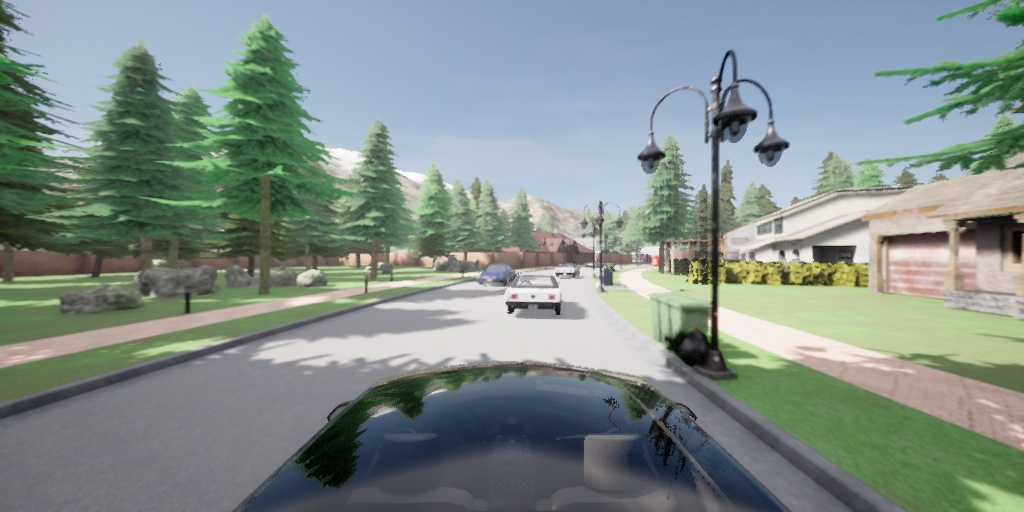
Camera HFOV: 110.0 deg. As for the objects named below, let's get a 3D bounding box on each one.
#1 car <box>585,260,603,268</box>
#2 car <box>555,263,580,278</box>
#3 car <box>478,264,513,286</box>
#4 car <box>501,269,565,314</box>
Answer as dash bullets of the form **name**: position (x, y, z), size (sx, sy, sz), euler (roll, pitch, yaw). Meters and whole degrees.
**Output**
- **car**: position (14.295, 1.401, 62.482), size (1.895, 1.301, 4.718), euler (0, 0, 33)
- **car**: position (5.509, 1.370, 34.956), size (1.895, 1.301, 4.718), euler (0, 0, 17)
- **car**: position (-0.929, 1.272, 24.975), size (1.812, 1.442, 4.674), euler (0, 0, 12)
- **car**: position (0.936, 1.354, 13.796), size (1.895, 1.301, 4.718), euler (0, 0, 7)
